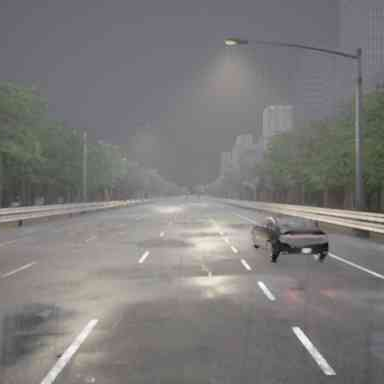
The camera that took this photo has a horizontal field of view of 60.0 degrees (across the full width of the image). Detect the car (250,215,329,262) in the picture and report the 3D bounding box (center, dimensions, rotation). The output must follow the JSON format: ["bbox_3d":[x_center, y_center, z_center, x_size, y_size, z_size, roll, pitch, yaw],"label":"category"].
[{"bbox_3d":[3.503,1.628,12.694,2.128,1.511,4.902,0,-1,-1],"label":"car"}]
